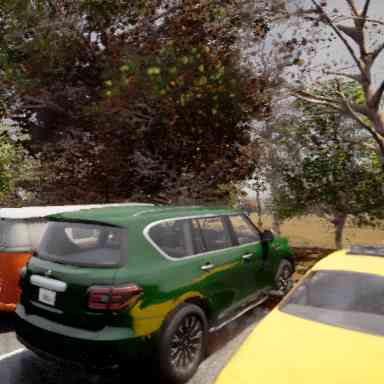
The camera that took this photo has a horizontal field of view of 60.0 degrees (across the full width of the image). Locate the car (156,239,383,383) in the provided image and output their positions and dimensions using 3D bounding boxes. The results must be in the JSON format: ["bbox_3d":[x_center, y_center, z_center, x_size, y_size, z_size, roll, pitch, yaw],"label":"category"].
[{"bbox_3d":[2.106,1.477,4.030,1.946,1.575,5.366,0,0,35],"label":"car"}]

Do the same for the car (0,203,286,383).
[{"bbox_3d":[-0.026,1.235,5.810,2.435,2.045,5.566,0,0,35],"label":"car"}]
